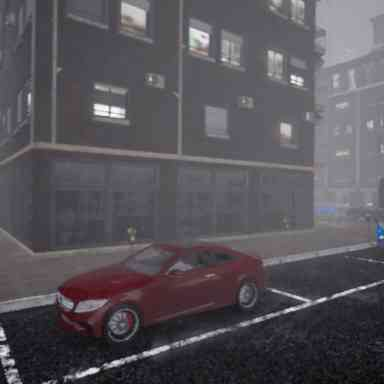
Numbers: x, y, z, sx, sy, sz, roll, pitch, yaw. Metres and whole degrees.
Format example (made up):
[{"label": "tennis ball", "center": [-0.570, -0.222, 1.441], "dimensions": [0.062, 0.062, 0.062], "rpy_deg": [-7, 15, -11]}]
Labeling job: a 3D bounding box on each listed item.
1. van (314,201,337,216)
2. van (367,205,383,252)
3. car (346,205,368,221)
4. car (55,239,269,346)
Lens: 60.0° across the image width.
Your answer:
[{"label": "van", "center": [16.333, 2.066, 42.388], "dimensions": [1.690, 1.788, 3.998], "rpy_deg": [0, -1, -36]}, {"label": "van", "center": [8.784, 1.463, 12.954], "dimensions": [3.998, 1.788, 1.690], "rpy_deg": [1, 0, -35]}, {"label": "car", "center": [17.127, 1.968, 31.345], "dimensions": [2.128, 1.511, 4.902], "rpy_deg": [1, -1, -36]}, {"label": "car", "center": [-0.329, 1.609, 6.321], "dimensions": [4.206, 1.307, 1.802], "rpy_deg": [1, 0, -35]}]
